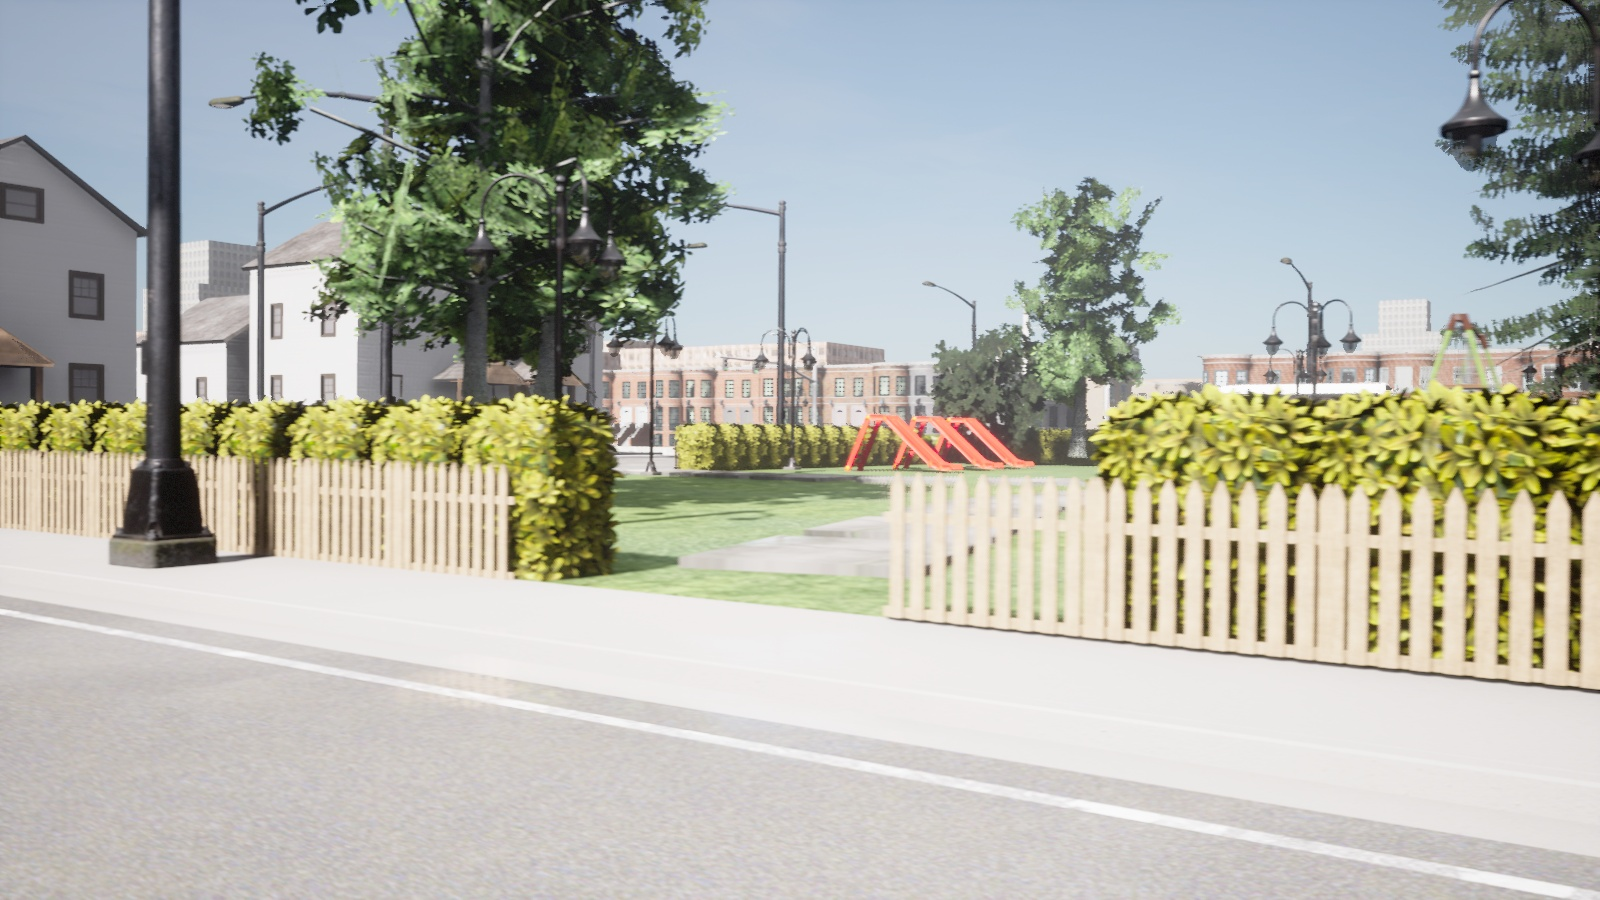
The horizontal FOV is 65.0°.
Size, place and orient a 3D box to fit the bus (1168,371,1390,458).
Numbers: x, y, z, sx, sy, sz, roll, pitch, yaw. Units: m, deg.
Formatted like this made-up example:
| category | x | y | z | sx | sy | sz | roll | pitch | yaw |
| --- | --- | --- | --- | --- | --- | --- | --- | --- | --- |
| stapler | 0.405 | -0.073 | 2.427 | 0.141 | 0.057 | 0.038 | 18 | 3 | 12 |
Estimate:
| category | x | y | z | sx | sy | sz | roll | pitch | yaw |
| --- | --- | --- | --- | --- | --- | --- | --- | --- | --- |
| bus | 25.015 | -1.770 | 65.803 | 10.273 | 4.253 | 3.944 | 0 | 1 | 33 |
